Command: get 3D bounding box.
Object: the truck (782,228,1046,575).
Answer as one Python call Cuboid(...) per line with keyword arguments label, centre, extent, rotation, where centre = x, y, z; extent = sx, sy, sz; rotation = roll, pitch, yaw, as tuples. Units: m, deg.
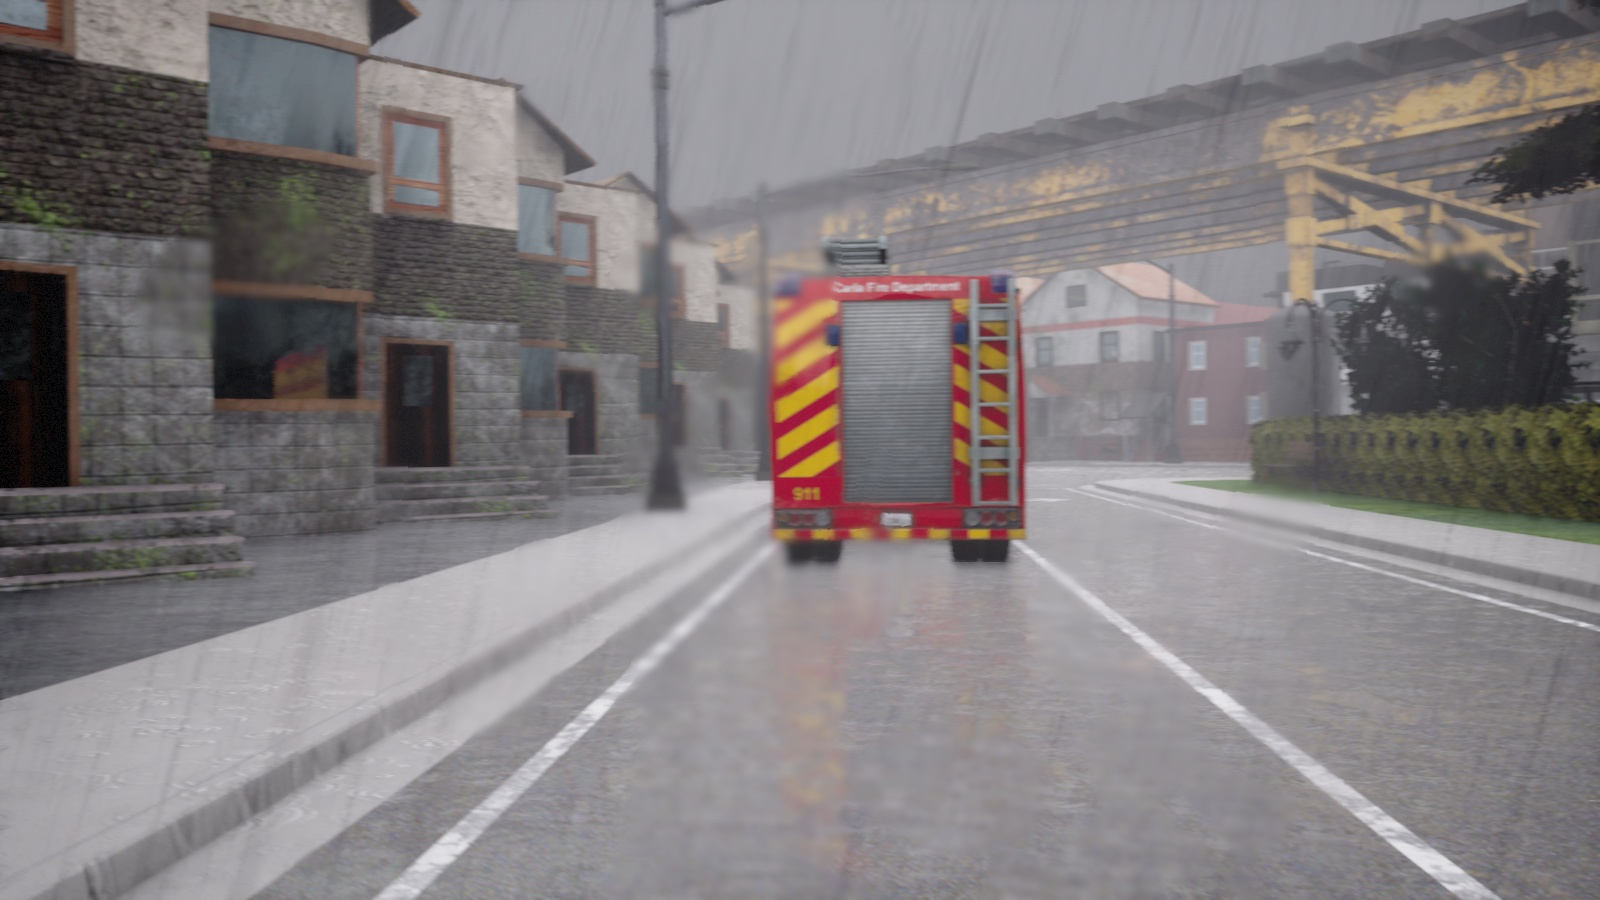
Cuboid(label="truck", centre=(1.602, -0.552, 18.198), extent=(2.891, 3.827, 8.468), rotation=(-1, 0, 5))
